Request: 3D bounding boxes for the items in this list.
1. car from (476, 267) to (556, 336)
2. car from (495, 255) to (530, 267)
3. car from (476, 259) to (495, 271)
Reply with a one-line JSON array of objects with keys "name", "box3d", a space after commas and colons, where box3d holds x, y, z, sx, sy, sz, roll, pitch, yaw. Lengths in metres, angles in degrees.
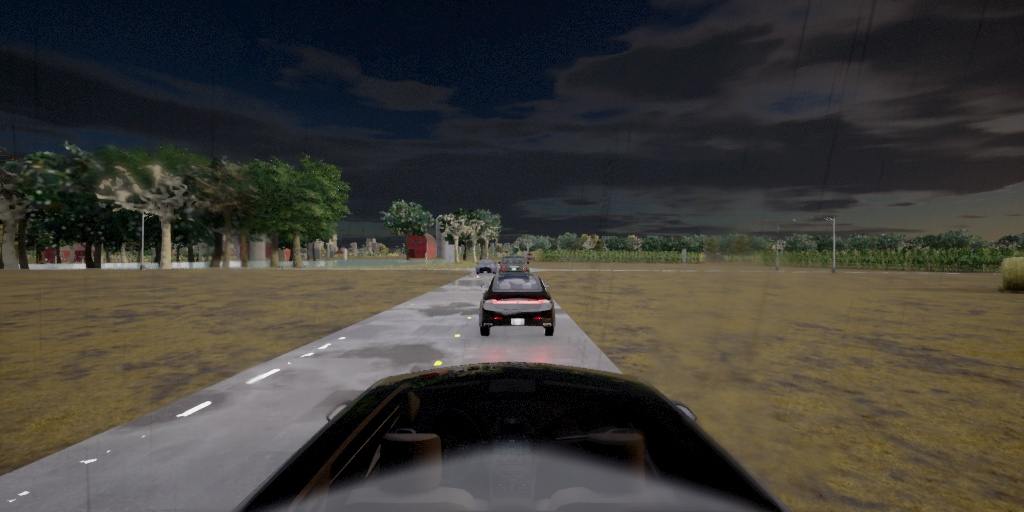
[{"name": "car", "box3d": [0.115, 1.241, 10.364, 2.128, 1.511, 4.902, 0, 0, 0]}, {"name": "car", "box3d": [0.135, 0.966, 26.564, 2.150, 2.045, 5.566, 0, 0, 0]}, {"name": "car", "box3d": [-2.717, 1.087, 38.915, 2.097, 1.767, 4.553, 0, 0, 0]}]
